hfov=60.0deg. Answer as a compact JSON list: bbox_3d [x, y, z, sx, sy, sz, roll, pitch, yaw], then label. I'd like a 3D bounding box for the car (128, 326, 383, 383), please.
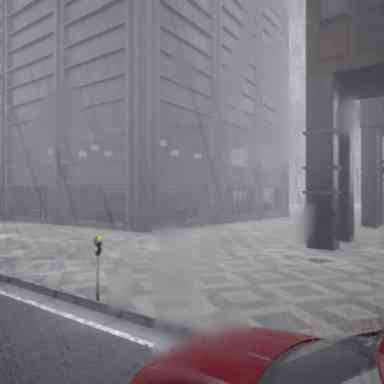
[{"bbox_3d":[1.520,1.544,1.875,4.507,1.381,1.887,0,0,36],"label":"car"}]
